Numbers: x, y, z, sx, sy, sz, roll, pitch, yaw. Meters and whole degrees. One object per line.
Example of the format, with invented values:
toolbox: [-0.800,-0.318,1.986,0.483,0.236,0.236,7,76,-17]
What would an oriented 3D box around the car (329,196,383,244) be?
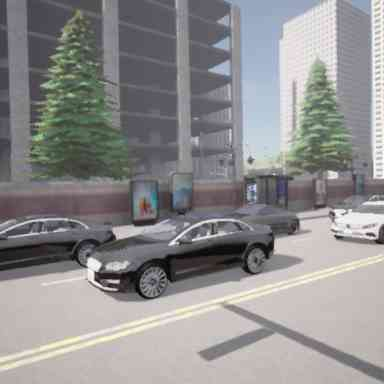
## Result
car: [7.594,1.108,13.454,4.674,1.442,1.812,-2,1,-35]

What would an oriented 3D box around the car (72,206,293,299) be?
car: [-0.061,1.342,8.193,4.902,1.511,2.128,-2,1,-35]

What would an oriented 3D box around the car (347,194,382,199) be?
car: [9.951,0.912,19.338,4.902,1.511,2.128,-2,1,-35]

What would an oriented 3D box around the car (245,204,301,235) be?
car: [2.775,1.235,14.404,4.181,1.385,1.994,-2,1,-35]

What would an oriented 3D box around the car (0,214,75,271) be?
car: [-4.566,1.420,9.337,4.902,1.511,2.128,-2,1,-35]
